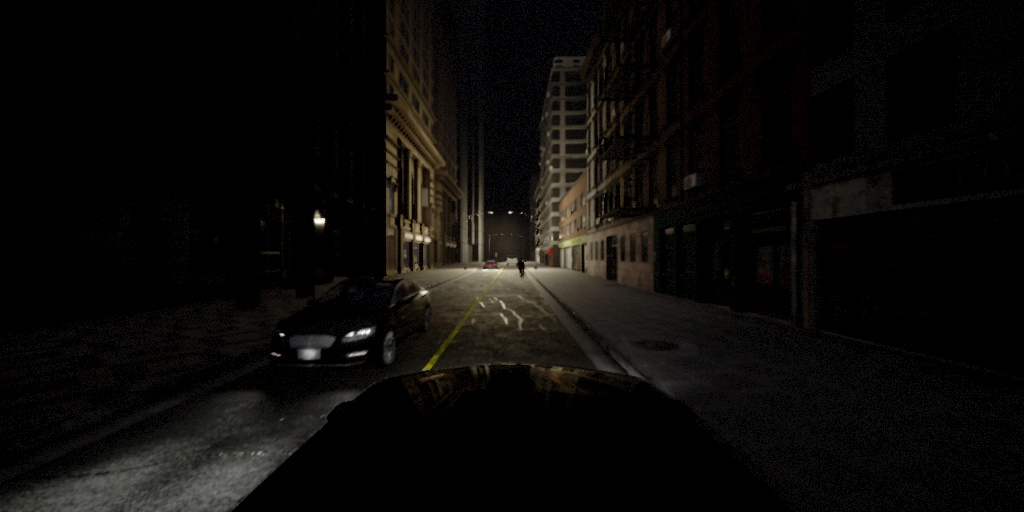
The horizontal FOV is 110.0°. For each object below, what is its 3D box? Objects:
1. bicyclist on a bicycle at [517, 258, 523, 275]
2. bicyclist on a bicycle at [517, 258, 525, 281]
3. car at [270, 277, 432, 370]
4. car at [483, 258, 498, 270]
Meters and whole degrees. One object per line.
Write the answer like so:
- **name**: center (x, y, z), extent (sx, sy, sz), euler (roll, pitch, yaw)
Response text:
- **bicyclist on a bicycle**: center (0.836, 1.081, 38.749), extent (0.659, 1.776, 1.843), euler (0, 0, 0)
- **bicyclist on a bicycle**: center (0.834, 1.178, 29.178), extent (0.582, 1.620, 1.656), euler (0, 0, 0)
- **car**: center (-3.098, 1.238, 7.922), extent (2.128, 1.511, 4.902), euler (0, 0, 0)
- **car**: center (-3.044, 1.250, 51.993), extent (1.994, 1.385, 4.181), euler (0, 0, 0)
